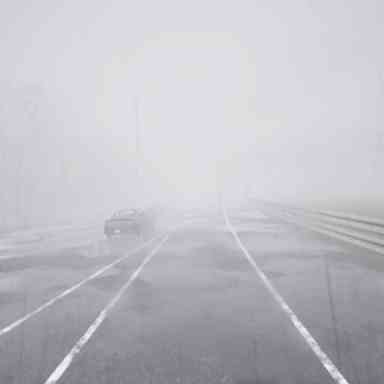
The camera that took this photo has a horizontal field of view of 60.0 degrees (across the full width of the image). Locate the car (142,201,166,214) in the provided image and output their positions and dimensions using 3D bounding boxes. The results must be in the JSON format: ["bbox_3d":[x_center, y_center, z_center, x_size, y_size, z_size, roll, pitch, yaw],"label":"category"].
[{"bbox_3d":[-4.248,1.953,37.410,1.895,1.301,4.718,-4,0,9],"label":"car"}]

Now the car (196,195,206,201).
[{"bbox_3d":[2.478,1.556,90.184,1.812,1.442,4.674,-4,0,13],"label":"car"}]

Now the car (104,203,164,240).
[{"bbox_3d":[-3.415,1.733,19.101,2.128,1.511,4.902,-4,0,8],"label":"car"}]

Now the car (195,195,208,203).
[{"bbox_3d":[2.014,1.527,71.665,1.812,1.442,4.674,-4,0,12],"label":"car"}]

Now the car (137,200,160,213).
[{"bbox_3d":[-6.123,2.043,47.265,1.812,1.442,4.674,-4,0,10],"label":"car"}]

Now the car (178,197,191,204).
[{"bbox_3d":[-1.583,1.741,71.497,1.882,1.535,5.008,-4,0,12],"label":"car"}]

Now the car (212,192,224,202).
[{"bbox_3d":[5.601,0.967,71.888,2.150,2.045,5.566,-4,0,12],"label":"car"}]
